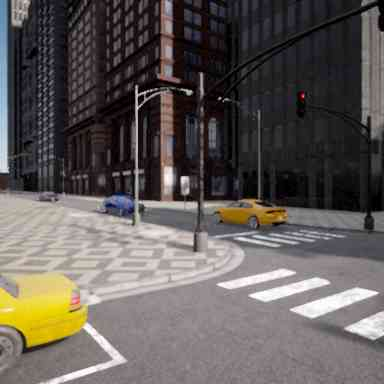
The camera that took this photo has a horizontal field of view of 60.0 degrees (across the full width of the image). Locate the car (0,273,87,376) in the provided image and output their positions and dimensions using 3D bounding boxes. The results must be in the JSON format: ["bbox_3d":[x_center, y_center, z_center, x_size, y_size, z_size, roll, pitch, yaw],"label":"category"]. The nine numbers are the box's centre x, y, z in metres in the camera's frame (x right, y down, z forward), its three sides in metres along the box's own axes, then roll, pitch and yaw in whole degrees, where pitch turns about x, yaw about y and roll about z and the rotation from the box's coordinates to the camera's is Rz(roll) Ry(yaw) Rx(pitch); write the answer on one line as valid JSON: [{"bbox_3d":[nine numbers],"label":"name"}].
[{"bbox_3d":[-3.801,1.527,3.936,4.829,1.417,1.752,0,0,-35],"label":"car"}]

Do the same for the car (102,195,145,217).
[{"bbox_3d":[-5.428,1.010,26.171,1.882,1.535,5.008,0,1,-36],"label":"car"}]

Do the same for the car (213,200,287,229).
[{"bbox_3d":[3.260,1.200,19.696,1.882,1.535,5.008,0,1,-35],"label":"car"}]

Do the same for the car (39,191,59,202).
[{"bbox_3d":[-20.210,0.633,46.839,2.033,1.411,5.357,0,1,-35],"label":"car"}]
